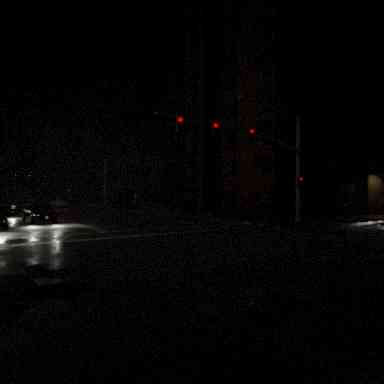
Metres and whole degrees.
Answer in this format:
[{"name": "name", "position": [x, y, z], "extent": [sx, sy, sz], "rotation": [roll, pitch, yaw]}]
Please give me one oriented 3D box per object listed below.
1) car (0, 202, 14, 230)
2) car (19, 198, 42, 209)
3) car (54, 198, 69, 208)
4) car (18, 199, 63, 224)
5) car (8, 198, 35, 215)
[{"name": "car", "position": [-12.523, 1.561, 20.694], "extent": [2.033, 1.411, 5.357], "rotation": [1, 0, -31]}, {"name": "car", "position": [-22.432, 1.593, 46.115], "extent": [1.812, 1.442, 4.674], "rotation": [1, -1, -39]}, {"name": "car", "position": [-19.508, 1.623, 48.915], "extent": [1.812, 1.442, 4.674], "rotation": [1, 0, -31]}, {"name": "car", "position": [-11.586, 1.545, 25.264], "extent": [1.837, 1.490, 4.892], "rotation": [1, 0, -36]}, {"name": "car", "position": [-16.986, 1.392, 32.697], "extent": [2.097, 1.767, 4.553], "rotation": [1, 0, -37]}]
